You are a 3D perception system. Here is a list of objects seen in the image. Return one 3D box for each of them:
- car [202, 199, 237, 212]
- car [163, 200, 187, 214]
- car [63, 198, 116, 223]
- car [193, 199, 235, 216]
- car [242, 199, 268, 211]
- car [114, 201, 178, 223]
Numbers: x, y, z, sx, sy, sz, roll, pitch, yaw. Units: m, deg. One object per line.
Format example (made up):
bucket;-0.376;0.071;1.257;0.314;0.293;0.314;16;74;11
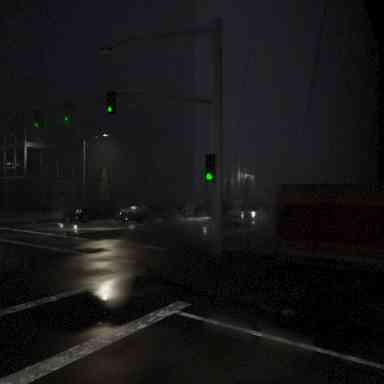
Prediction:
car;3.529;1.603;41.776;2.033;1.411;5.357;0;0;35
car;-2.426;1.560;33.458;1.837;1.490;4.892;0;0;36
car;-7.744;1.407;26.025;2.097;1.767;4.553;0;0;36
car;2.037;1.533;33.678;1.882;1.535;5.008;0;0;35
car;8.008;1.581;41.997;1.812;1.442;4.674;0;0;36
car;-3.479;1.656;25.975;1.895;1.301;4.718;0;0;36
